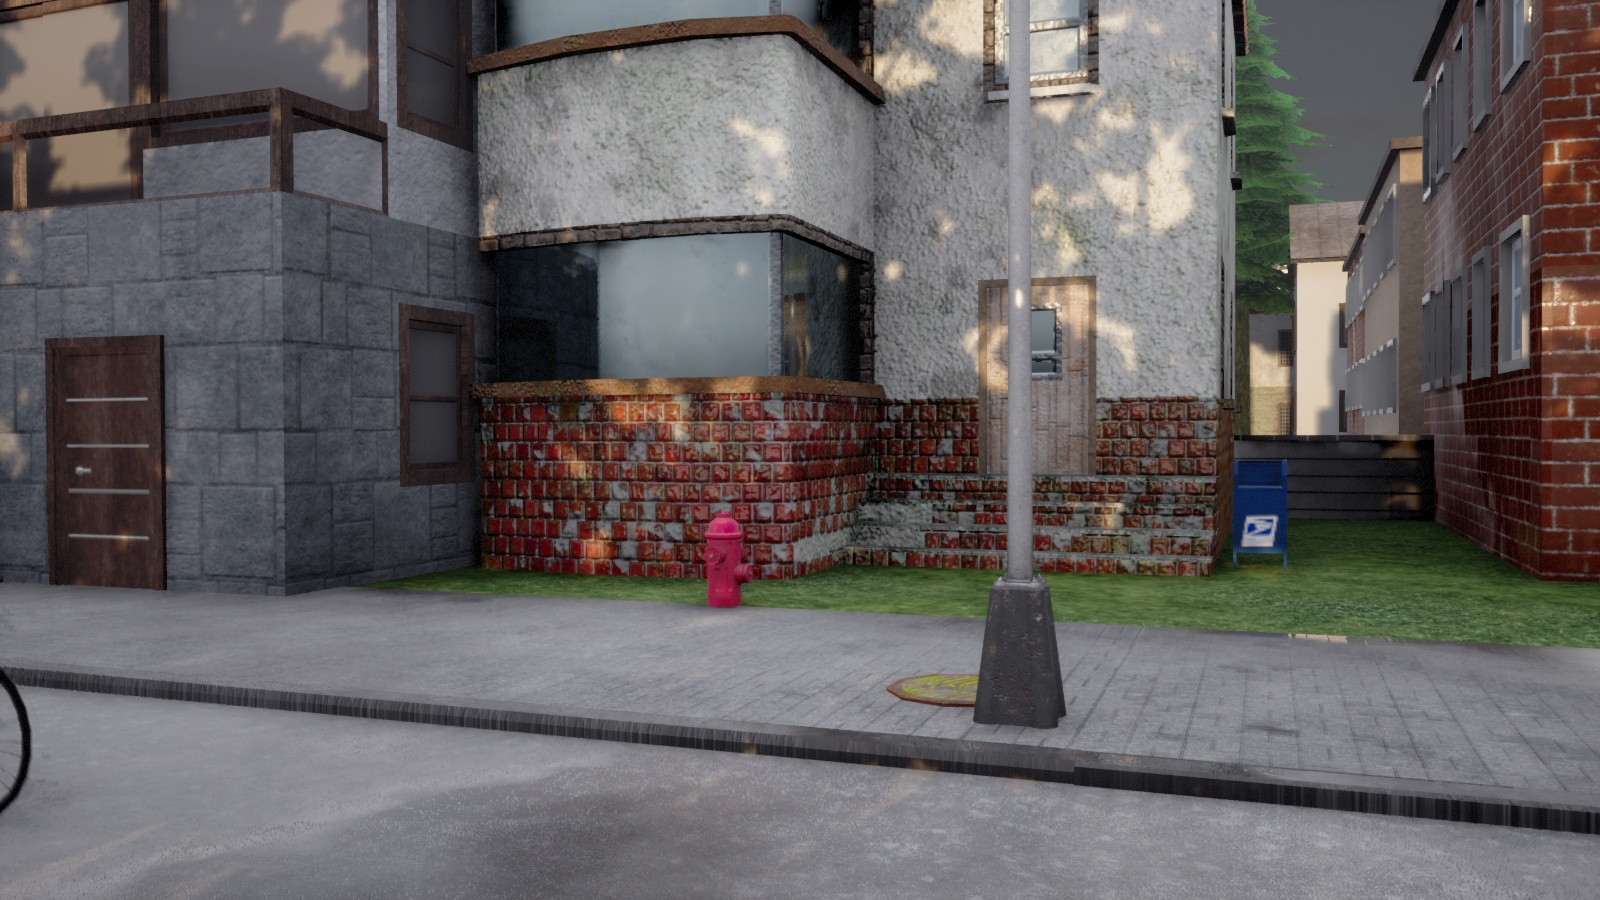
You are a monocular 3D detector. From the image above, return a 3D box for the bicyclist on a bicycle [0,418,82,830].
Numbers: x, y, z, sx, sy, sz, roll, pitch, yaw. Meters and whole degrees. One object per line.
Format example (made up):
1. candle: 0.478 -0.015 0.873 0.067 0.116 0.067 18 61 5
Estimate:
1. bicyclist on a bicycle: -3.899 0.680 5.286 1.656 1.620 0.582 0 1 20
